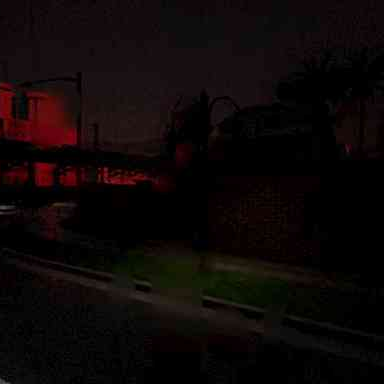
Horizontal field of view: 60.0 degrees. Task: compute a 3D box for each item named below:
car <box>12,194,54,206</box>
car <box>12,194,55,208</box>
[{"bbox_3d":[-20.767,1.000,43.536,1.812,1.442,4.674,1,1,37],"label":"car"},{"bbox_3d":[-18.997,1.027,40.075,1.837,1.490,4.892,1,1,37],"label":"car"}]
